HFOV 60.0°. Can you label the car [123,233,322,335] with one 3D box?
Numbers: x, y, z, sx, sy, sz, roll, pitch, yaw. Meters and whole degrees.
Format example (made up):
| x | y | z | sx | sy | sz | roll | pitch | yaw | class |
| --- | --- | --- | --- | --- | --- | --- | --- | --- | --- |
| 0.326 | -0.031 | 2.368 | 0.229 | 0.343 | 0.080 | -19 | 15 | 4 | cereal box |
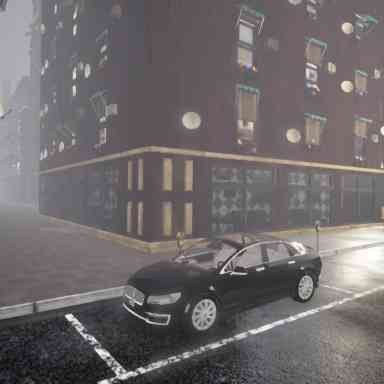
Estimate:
| x | y | z | sx | sy | sz | roll | pitch | yaw | class |
| --- | --- | --- | --- | --- | --- | --- | --- | --- | --- |
| 0.810 | 1.552 | 6.626 | 4.403 | 1.369 | 2.008 | 0 | 1 | -35 | car |
